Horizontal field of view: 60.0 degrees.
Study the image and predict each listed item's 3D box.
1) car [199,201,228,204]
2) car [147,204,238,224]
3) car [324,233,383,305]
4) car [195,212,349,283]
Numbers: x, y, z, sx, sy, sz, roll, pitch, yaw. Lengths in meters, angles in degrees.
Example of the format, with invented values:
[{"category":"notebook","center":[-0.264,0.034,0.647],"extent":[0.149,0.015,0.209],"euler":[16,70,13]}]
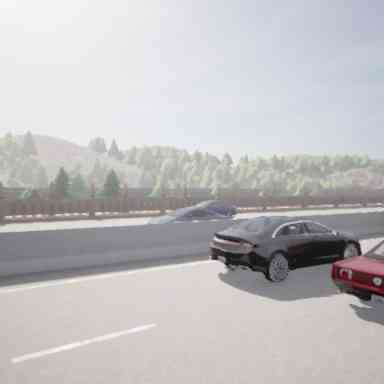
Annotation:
[{"category":"car","center":[1.320,1.387,25.170],"extent":[4.674,1.442,1.812],"euler":[0,0,-31]},{"category":"car","center":[-0.176,1.472,16.146],"extent":[4.181,1.385,1.994],"euler":[0,0,-31]},{"category":"car","center":[5.110,1.556,6.821],"extent":[4.718,1.301,1.895],"euler":[0,0,-31]},{"category":"car","center":[2.798,1.434,9.467],"extent":[4.902,1.511,2.128],"euler":[0,0,-32]}]
